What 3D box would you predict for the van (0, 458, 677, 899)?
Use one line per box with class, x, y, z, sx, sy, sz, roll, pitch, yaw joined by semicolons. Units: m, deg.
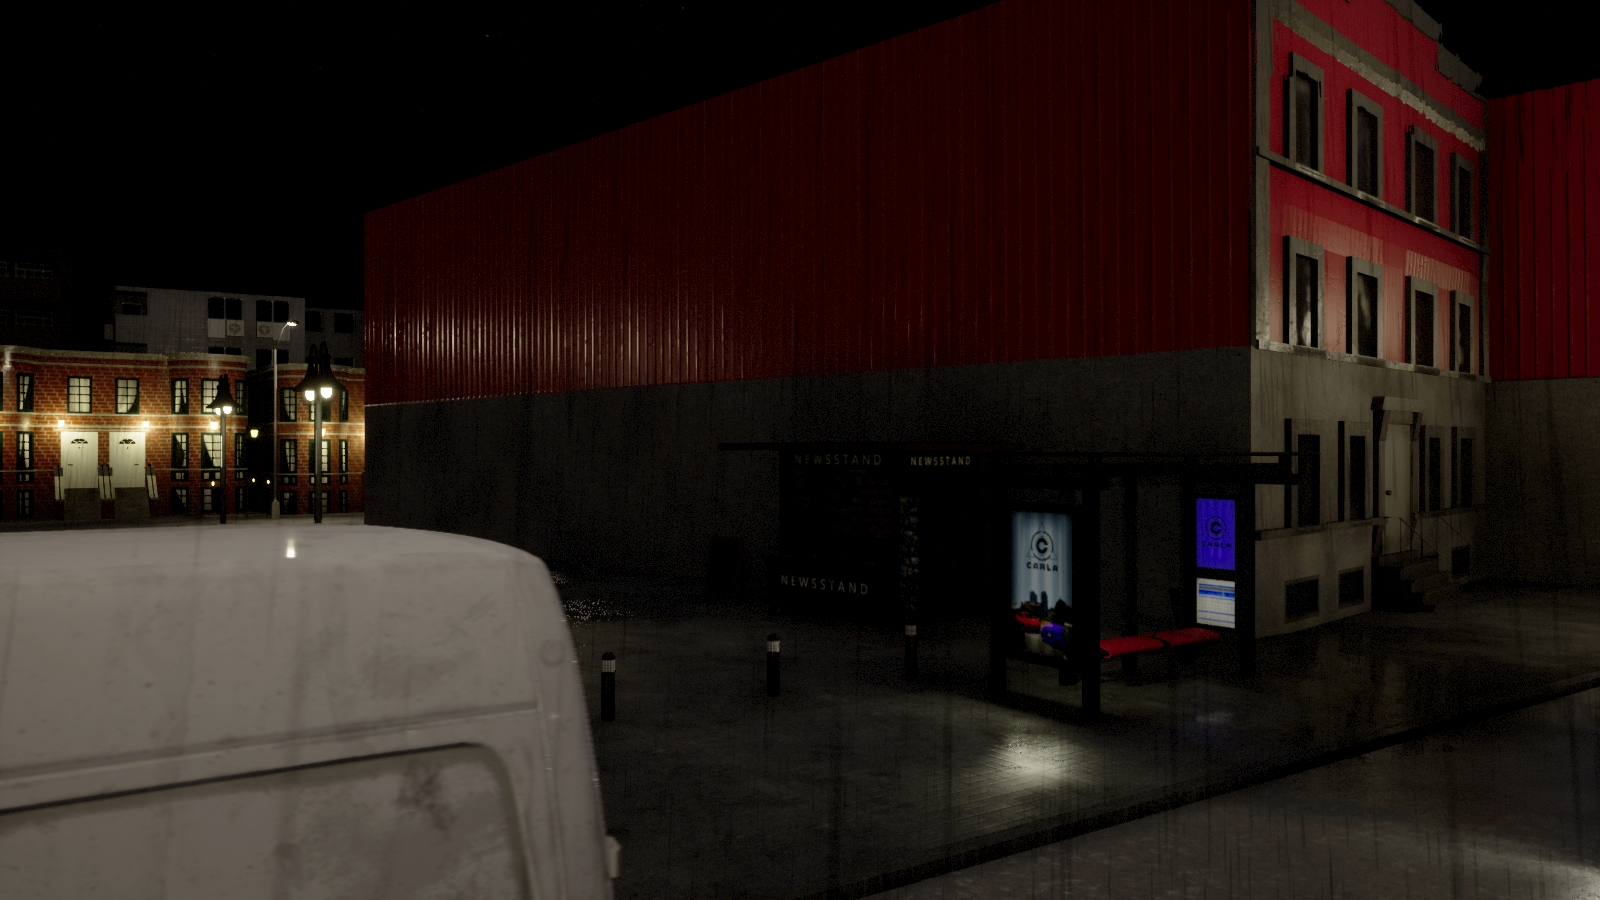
van;-3.312;1.314;2.087;5.915;2.561;1.988;0;0;-35
